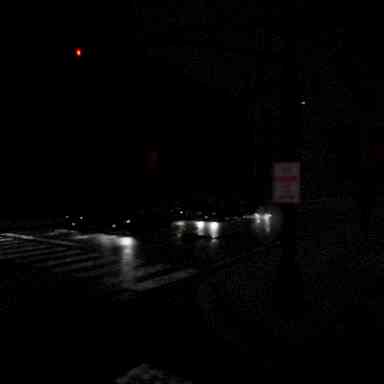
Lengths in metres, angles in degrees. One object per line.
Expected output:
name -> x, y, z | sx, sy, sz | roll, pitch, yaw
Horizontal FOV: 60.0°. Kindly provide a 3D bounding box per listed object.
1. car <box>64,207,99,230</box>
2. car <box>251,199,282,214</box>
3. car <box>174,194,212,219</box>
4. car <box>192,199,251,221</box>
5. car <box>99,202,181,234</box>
car -> -5.641, 1.579, 21.308 | 1.895, 1.301, 4.718 | 0, 0, 37
car -> 8.558, 1.469, 35.998 | 2.128, 1.511, 4.902 | 0, 0, 35
car -> -0.163, 1.195, 29.172 | 2.150, 2.045, 5.566 | 0, 0, 35
car -> 2.591, 1.531, 27.443 | 2.033, 1.411, 5.357 | 0, 0, 35
car -> -2.887, 1.514, 19.571 | 1.812, 1.442, 4.674 | 0, 0, 33
